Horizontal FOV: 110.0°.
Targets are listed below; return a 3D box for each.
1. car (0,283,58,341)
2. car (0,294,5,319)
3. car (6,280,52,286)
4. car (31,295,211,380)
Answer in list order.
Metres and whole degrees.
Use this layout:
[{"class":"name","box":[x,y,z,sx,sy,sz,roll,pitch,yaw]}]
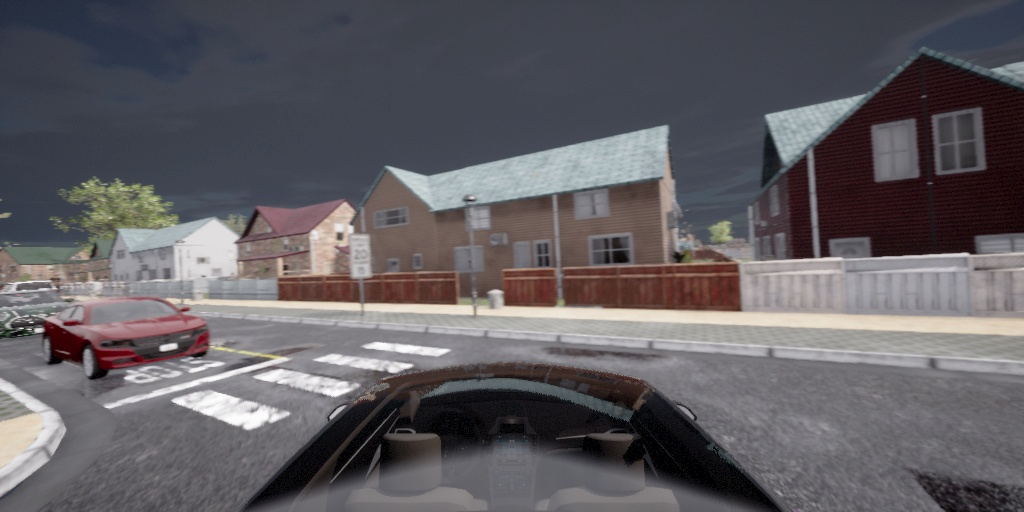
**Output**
[{"class":"car","box":[-18.212,2.082,13.461,4.553,1.767,2.097,-3,0,28]},{"class":"car","box":[-31.107,2.969,20.488,4.181,1.385,1.994,-3,0,29]},{"class":"car","box":[-34.736,2.834,25.720,5.566,2.045,2.150,-3,0,29]},{"class":"car","box":[-9.338,1.739,8.643,5.008,1.535,1.882,-3,0,28]}]
